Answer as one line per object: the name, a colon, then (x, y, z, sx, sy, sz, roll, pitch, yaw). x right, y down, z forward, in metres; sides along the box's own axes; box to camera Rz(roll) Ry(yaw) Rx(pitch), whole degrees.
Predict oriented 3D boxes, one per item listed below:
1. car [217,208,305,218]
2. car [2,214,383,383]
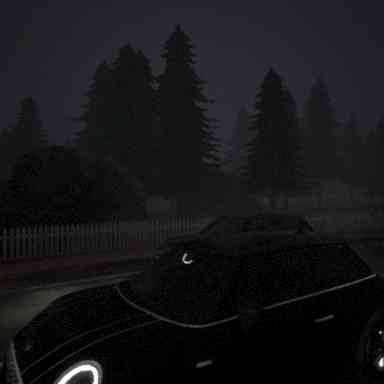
car: (1.249, 1.324, 8.515, 4.553, 1.767, 2.097, 0, 0, -28)
car: (0.352, 1.340, 3.910, 4.553, 1.767, 2.097, 0, 0, -32)
